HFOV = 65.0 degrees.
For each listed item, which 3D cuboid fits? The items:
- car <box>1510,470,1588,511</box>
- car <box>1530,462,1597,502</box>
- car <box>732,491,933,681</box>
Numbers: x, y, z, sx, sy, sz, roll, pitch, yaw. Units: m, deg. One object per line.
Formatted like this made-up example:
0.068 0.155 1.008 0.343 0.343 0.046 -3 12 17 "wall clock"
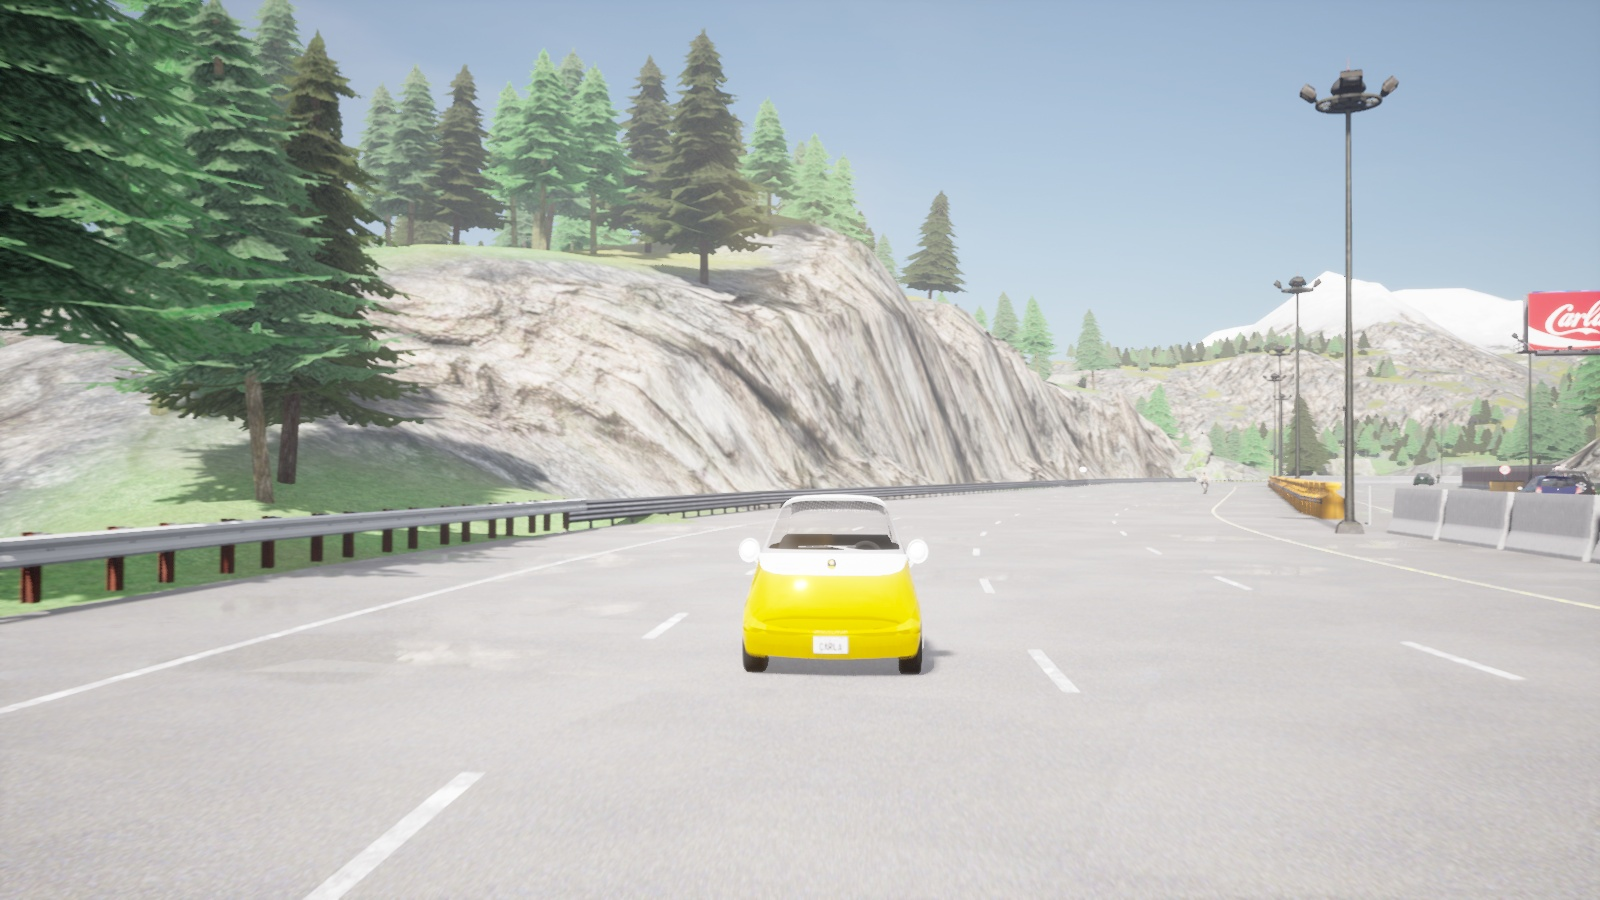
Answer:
28.966 1.537 48.687 1.845 1.501 3.633 -1 -1 18 "car"
37.198 1.522 61.290 1.932 1.855 4.605 -1 -1 20 "car"
0.309 1.043 10.412 1.481 1.376 2.207 0 -1 4 "car"
